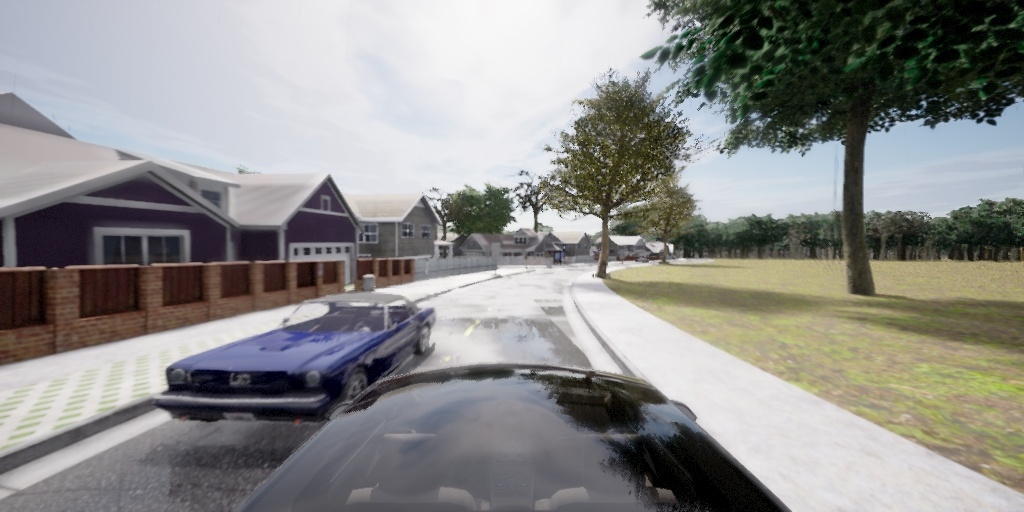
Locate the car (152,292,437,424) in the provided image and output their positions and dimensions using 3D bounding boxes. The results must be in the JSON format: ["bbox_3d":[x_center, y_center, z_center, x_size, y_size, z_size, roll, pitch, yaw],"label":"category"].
[{"bbox_3d":[-2.686,1.330,5.851,1.895,1.301,4.718,0,0,2],"label":"car"}]
